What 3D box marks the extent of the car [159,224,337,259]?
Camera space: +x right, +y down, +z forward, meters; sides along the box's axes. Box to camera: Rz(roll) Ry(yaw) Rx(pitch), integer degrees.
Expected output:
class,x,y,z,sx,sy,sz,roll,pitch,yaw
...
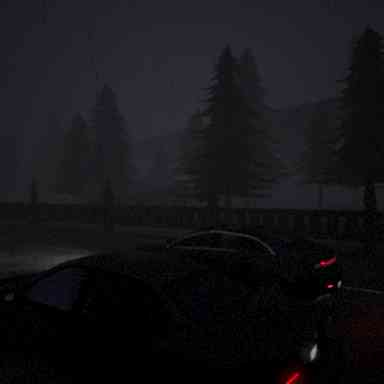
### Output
class,x,y,z,sx,sy,sz,roll,pitch,yaw
car,0.699,1.481,7.471,4.902,1.511,2.128,0,0,33

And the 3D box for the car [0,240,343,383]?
class,x,y,z,sx,sy,sz,roll,pitch,yaw
car,-0.967,1.546,4.472,5.357,1.411,2.033,0,0,33
